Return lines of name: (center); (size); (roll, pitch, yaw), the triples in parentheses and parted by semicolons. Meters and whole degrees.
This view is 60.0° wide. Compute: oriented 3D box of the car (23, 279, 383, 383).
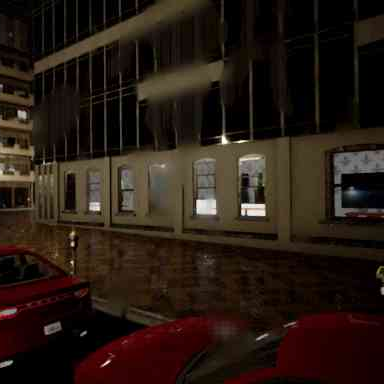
car: (1.047, 1.545, 2.136); (4.507, 1.381, 1.887); (0, -1, 35)

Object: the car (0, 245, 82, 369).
car: (-3.527, 1.544, 5.396); (4.507, 1.381, 1.887); (0, -1, 35)
